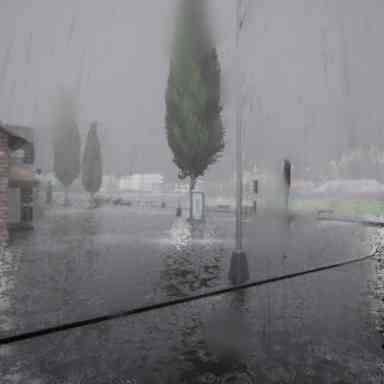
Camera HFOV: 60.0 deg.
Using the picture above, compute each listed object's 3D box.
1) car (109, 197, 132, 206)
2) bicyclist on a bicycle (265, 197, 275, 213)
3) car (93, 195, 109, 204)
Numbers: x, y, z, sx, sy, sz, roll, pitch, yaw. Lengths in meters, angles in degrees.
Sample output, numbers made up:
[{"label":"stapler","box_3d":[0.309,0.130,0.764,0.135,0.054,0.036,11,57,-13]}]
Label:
[{"label":"car","box_3d":[-11.743,1.589,55.766,1.994,1.385,4.181,0,0,-35]},{"label":"bicyclist on a bicycle","box_3d":[8.213,1.378,35.042,1.656,1.620,0.582,0,0,-36]},{"label":"car","box_3d":[-17.477,1.377,63.806,2.097,1.767,4.553,0,0,-36]}]
